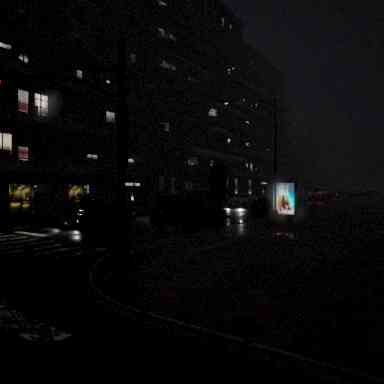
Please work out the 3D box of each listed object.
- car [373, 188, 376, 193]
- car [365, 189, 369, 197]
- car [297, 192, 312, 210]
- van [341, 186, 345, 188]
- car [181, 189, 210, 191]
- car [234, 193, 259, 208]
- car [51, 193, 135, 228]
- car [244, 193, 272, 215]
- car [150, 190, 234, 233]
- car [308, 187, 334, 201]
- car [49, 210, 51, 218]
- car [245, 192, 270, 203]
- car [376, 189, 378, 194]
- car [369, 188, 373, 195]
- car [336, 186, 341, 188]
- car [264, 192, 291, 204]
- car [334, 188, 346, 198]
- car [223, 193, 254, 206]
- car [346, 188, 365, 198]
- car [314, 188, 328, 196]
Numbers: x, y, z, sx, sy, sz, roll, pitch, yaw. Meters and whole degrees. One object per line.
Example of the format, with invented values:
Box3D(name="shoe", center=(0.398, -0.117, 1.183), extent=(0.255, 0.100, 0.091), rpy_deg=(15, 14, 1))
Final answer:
Box3D(name="car", center=(38.135, -0.012, 72.198), extent=(1.887, 1.381, 4.507), rpy_deg=(1, 2, 35))
Box3D(name="car", center=(31.763, 0.098, 63.113), extent=(1.967, 1.590, 4.097), rpy_deg=(1, 2, 35))
Box3D(name="car", center=(9.460, 0.964, 31.331), extent=(1.947, 1.339, 4.313), rpy_deg=(1, 2, 35))
Box3D(name="van", center=(37.603, -0.446, 86.023), extent=(1.690, 1.788, 3.998), rpy_deg=(2, 2, 35))
Box3D(name="car", center=(-0.063, 0.764, 27.855), extent=(2.150, 2.045, 5.566), rpy_deg=(0, 1, 36))
Box3D(name="car", center=(5.587, 0.884, 35.894), extent=(1.812, 1.442, 4.674), rpy_deg=(0, 1, 35))
Box3D(name="car", center=(-5.602, 1.075, 19.968), extent=(2.097, 1.767, 4.553), rpy_deg=(0, 1, 35))
Box3D(name="car", center=(6.274, 1.069, 26.789), extent=(1.947, 1.339, 4.313), rpy_deg=(1, 2, 35))
Box3D(name="car", center=(-0.097, 1.026, 17.701), extent=(2.192, 1.841, 5.009), rpy_deg=(1, 2, 35))
Box3D(name="car", center=(18.864, 0.232, 49.272), extent=(2.150, 2.045, 5.566), rpy_deg=(0, 1, 35))
Box3D(name="car", center=(-6.991, 1.009, 22.464), extent=(2.192, 1.841, 5.009), rpy_deg=(1, 2, 35))
Box3D(name="car", center=(8.933, 0.754, 45.170), extent=(1.802, 1.307, 4.206), rpy_deg=(2, 2, 35))
Box3D(name="car", center=(44.506, -0.221, 81.280), extent=(2.008, 1.369, 4.403), rpy_deg=(1, 2, 35))
Box3D(name="car", center=(34.949, 0.096, 67.657), extent=(1.887, 1.381, 4.507), rpy_deg=(1, 2, 35))
Box3D(name="car", center=(34.417, -0.239, 81.486), extent=(1.967, 1.590, 4.097), rpy_deg=(2, 2, 35))
Box3D(name="car", center=(11.406, 0.731, 44.135), extent=(1.994, 1.385, 4.181), rpy_deg=(0, 1, 36))
Box3D(name="car", center=(25.045, 0.406, 58.080), extent=(1.895, 1.301, 4.718), rpy_deg=(0, 1, 35))
Box3D(name="car", center=(5.748, 0.828, 40.630), extent=(2.008, 1.369, 4.403), rpy_deg=(2, 2, 35))
Box3D(name="car", center=(28.577, 0.309, 58.576), extent=(1.887, 1.381, 4.507), rpy_deg=(1, 2, 35))
Box3D(name="car", center=(28.046, -0.025, 72.406), extent=(1.967, 1.590, 4.097), rpy_deg=(2, 2, 35))
